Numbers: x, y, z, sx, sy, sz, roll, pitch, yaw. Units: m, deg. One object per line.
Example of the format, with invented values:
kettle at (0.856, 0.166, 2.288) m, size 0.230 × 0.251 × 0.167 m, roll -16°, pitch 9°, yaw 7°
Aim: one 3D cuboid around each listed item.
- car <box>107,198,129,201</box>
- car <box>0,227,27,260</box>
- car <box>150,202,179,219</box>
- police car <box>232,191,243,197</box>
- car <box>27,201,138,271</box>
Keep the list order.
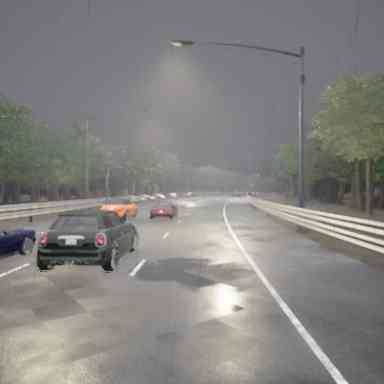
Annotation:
car at (-5.888, 1.302, 27.295) m, size 2.097 × 1.767 × 4.553 m, roll 0°, pitch 0°, yaw 4°
car at (-6.725, 1.602, 10.238) m, size 1.895 × 1.301 × 4.718 m, roll 0°, pitch 0°, yaw 1°
car at (-2.308, 1.508, 28.326) m, size 1.994 × 1.385 × 4.181 m, roll 0°, pitch 0°, yaw 4°
police car at (12.410, 0.648, 93.122) m, size 1.930 × 1.638 × 5.238 m, roll 0°, pitch 1°, yaw 14°
car at (-3.188, 1.357, 11.048) m, size 2.097 × 1.767 × 4.553 m, roll 0°, pitch 0°, yaw 2°
